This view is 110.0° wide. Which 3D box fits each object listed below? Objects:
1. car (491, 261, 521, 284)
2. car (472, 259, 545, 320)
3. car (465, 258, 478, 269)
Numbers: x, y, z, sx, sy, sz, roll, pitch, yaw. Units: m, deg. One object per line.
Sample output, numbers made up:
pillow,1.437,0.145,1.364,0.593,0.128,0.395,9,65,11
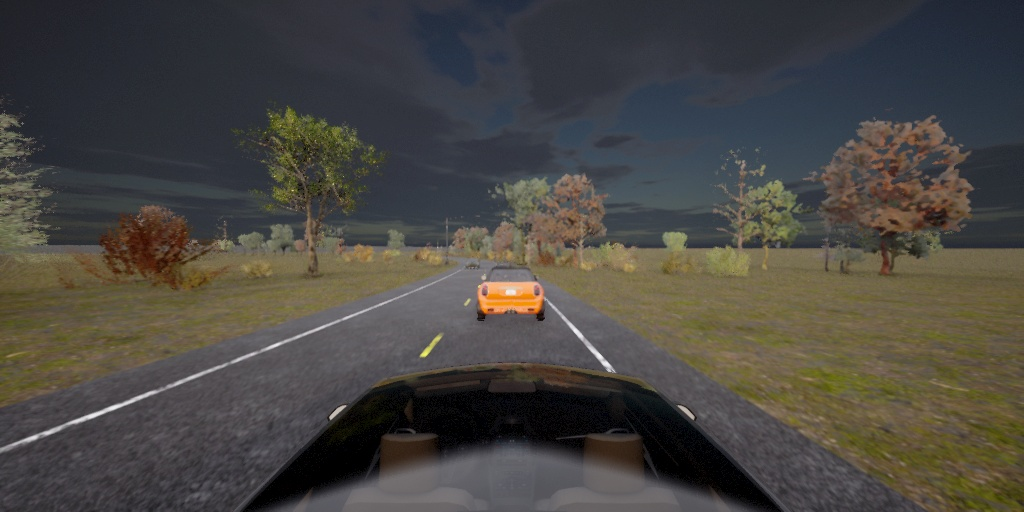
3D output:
car,-0.536,1.212,28.107,2.128,1.511,4.902,0,0,-2
car,-0.061,1.092,12.755,2.097,1.767,4.553,0,0,-1
car,-5.684,1.031,52.258,2.097,1.767,4.553,0,0,-4
